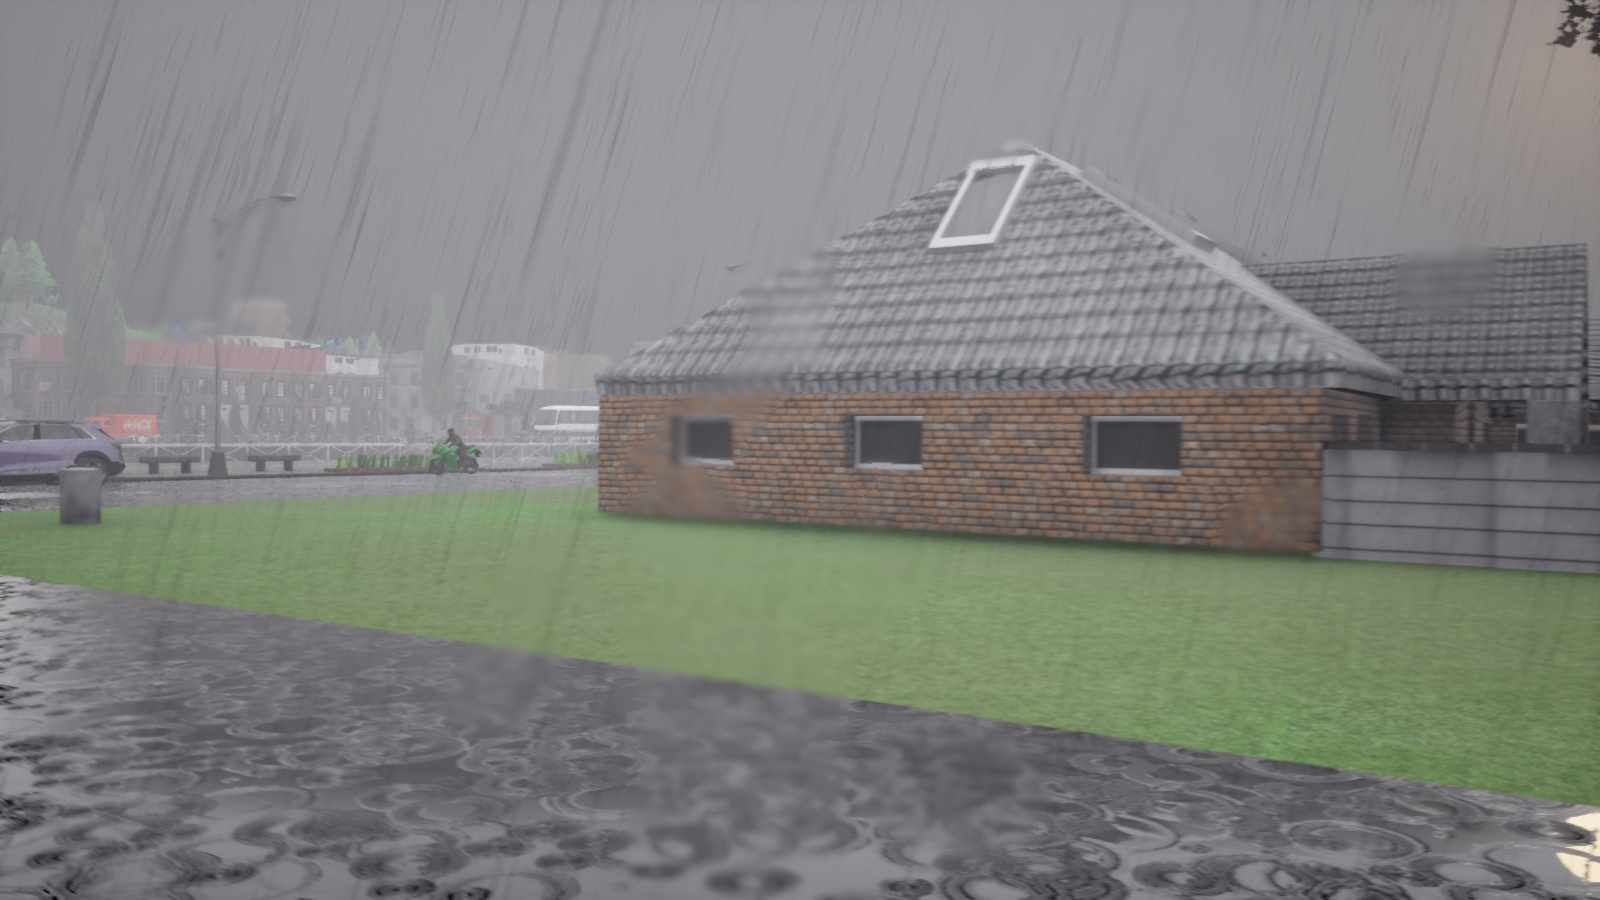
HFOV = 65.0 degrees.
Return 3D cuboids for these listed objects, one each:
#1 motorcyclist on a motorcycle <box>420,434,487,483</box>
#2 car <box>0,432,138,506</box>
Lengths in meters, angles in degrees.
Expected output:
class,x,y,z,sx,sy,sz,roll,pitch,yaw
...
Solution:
class,x,y,z,sx,sy,sz,roll,pitch,yaw
motorcyclist on a motorcycle,-11.119,0.264,40.329,0.797,1.523,2.044,0,1,34
car,-18.428,0.428,29.327,2.033,1.649,4.856,0,1,34
